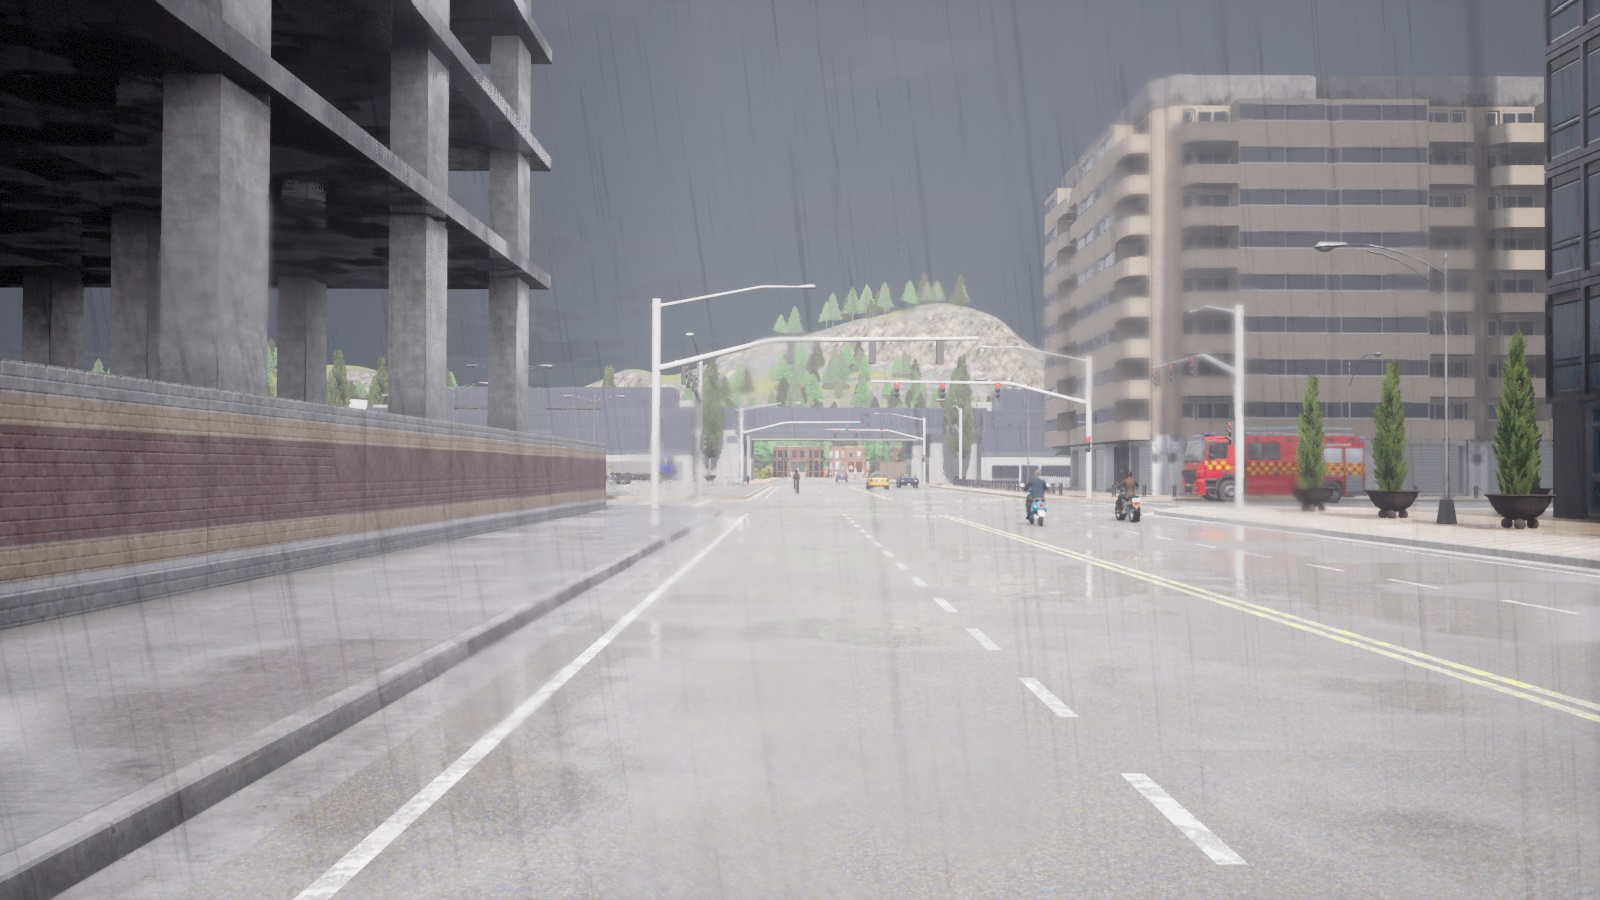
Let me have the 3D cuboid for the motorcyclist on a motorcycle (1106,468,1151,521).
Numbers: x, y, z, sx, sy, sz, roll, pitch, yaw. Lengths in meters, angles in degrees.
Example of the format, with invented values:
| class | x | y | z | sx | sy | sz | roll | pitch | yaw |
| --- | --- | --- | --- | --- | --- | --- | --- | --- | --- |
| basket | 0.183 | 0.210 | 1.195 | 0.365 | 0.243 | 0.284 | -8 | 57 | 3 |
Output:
| class | x | y | z | sx | sy | sz | roll | pitch | yaw |
| --- | --- | --- | --- | --- | --- | --- | --- | --- | --- |
| motorcyclist on a motorcycle | 10.392 | 1.390 | 39.816 | 0.766 | 1.649 | 2.350 | 0 | -1 | 0 |

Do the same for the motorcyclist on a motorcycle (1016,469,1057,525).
| class | x | y | z | sx | sy | sz | roll | pitch | yaw |
| --- | --- | --- | --- | --- | --- | --- | --- | --- | --- |
| motorcyclist on a motorcycle | 6.900 | 1.356 | 36.728 | 0.866 | 1.590 | 1.817 | 0 | -1 | 0 |

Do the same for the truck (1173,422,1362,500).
| class | x | y | z | sx | sy | sz | roll | pitch | yaw |
| --- | --- | --- | --- | --- | --- | --- | --- | --- | --- |
| truck | 23.575 | 0.565 | 63.576 | 8.468 | 3.827 | 2.891 | 0 | -1 | 0 |
